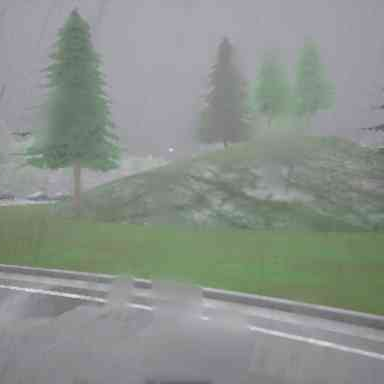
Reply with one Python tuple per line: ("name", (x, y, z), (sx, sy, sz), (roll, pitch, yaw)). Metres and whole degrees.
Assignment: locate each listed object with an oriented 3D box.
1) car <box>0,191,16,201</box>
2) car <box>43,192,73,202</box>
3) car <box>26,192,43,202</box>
("car", (-29.359, 0.610, 50.899), (2.128, 1.511, 4.902), (0, 1, 18))
("car", (-19.050, 0.677, 48.801), (1.812, 1.442, 4.674), (0, 1, 17))
("car", (-22.476, 0.665, 49.548), (1.812, 1.442, 4.674), (0, 1, 18))
